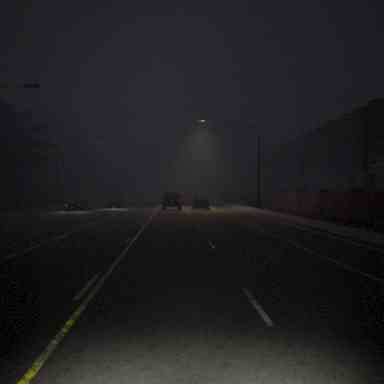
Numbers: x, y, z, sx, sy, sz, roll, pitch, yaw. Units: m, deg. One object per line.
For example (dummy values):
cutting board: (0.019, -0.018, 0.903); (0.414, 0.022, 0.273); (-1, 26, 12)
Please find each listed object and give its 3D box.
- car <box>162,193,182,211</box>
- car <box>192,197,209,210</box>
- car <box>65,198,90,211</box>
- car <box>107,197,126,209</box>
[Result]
car: (-2.395, 1.083, 39.395); (2.150, 2.045, 5.566); (0, 0, -3)
car: (0.993, 1.335, 41.344); (1.882, 1.535, 5.008); (0, -1, -3)
car: (-13.013, 1.399, 38.023); (1.812, 1.442, 4.674); (0, 0, -3)
car: (-9.831, 1.400, 43.853); (2.033, 1.411, 5.357); (0, 0, -3)
